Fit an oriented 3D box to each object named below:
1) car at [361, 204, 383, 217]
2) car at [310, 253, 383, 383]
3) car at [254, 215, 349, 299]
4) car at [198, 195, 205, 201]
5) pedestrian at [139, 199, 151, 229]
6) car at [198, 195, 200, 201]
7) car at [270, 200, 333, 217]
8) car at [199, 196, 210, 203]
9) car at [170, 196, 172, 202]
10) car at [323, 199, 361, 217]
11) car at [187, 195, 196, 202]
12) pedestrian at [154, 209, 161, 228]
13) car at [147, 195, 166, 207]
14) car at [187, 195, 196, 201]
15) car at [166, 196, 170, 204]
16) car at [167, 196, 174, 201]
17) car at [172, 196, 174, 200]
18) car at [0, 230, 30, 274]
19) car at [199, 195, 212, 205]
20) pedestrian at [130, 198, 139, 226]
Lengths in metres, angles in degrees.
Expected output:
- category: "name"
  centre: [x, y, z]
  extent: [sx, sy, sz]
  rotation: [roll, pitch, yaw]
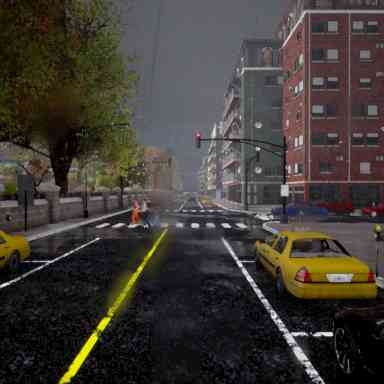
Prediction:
- category: "car"
  centre: [20.260, 1.931, 35.210]
  extent: [4.507, 1.381, 1.887]
  rotation: [1, -1, 0]
- category: "car"
  centre: [2.685, 1.566, 2.549]
  extent: [1.947, 1.339, 4.313]
  rotation: [0, 0, 0]
- category: "car"
  centre: [2.677, 1.526, 8.350]
  extent: [1.752, 1.417, 4.829]
  rotation: [0, 0, 0]
- category: "car"
  centre: [2.571, 1.606, 90.492]
  extent: [1.887, 1.381, 4.507]
  rotation: [0, 0, 0]
- category: "pedestrian"
  centre: [-2.841, 1.298, 20.358]
  extent: [0.375, 1.860, 0.375]
  rotation: [0, 0, 0]
- category: "car"
  centre: [2.606, 1.575, 62.816]
  extent: [1.887, 1.381, 4.507]
  rotation: [0, 0, 0]
- category: "car"
  centre: [10.508, 1.766, 32.728]
  extent: [5.357, 1.411, 2.033]
  rotation: [1, 0, 3]
- category: "car"
  centre: [2.599, 1.587, 68.352]
  extent: [2.008, 1.369, 4.403]
  rotation: [0, 0, 0]
- category: "car"
  centre: [-5.781, 1.581, 68.340]
  extent: [1.887, 1.381, 4.507]
  rotation: [0, 0, 0]
- category: "car"
  centre: [14.570, 1.598, 35.188]
  extent: [5.009, 1.841, 2.192]
  rotation: [1, -1, 0]
- category: "car"
  centre: [-0.098, 1.592, 77.468]
  extent: [1.994, 1.385, 4.181]
  rotation: [0, 0, 0]
- category: "pedestrian"
  centre: [-2.156, 1.578, 20.960]
  extent: [0.375, 1.300, 0.375]
  rotation: [0, 0, 0]
- category: "car"
  centre: [-5.761, 1.335, 51.735]
  extent: [2.192, 1.841, 5.009]
  rotation: [0, 0, 0]
- category: "car"
  centre: [-0.112, 1.495, 87.479]
  extent: [2.128, 1.511, 4.902]
  rotation: [0, 0, 0]
- category: "car"
  centre: [-5.775, 1.470, 62.805]
  extent: [1.967, 1.590, 4.097]
  rotation: [0, 0, 0]
- category: "car"
  centre: [-5.809, 1.643, 90.481]
  extent: [1.802, 1.307, 4.206]
  rotation: [0, 0, 0]
- category: "car"
  centre: [-5.795, 1.630, 79.410]
  extent: [1.802, 1.307, 4.206]
  rotation: [0, 0, 0]
- category: "car"
  centre: [-5.703, 1.526, 7.998]
  extent: [1.752, 1.417, 4.829]
  rotation: [0, 0, 0]
- category: "car"
  centre: [2.613, 1.550, 57.451]
  extent: [1.752, 1.417, 4.829]
  rotation: [0, 0, 0]
- category: "pedestrian"
  centre: [-3.639, 1.298, 21.557]
  extent: [0.375, 1.860, 0.375]
  rotation: [0, 0, 0]
